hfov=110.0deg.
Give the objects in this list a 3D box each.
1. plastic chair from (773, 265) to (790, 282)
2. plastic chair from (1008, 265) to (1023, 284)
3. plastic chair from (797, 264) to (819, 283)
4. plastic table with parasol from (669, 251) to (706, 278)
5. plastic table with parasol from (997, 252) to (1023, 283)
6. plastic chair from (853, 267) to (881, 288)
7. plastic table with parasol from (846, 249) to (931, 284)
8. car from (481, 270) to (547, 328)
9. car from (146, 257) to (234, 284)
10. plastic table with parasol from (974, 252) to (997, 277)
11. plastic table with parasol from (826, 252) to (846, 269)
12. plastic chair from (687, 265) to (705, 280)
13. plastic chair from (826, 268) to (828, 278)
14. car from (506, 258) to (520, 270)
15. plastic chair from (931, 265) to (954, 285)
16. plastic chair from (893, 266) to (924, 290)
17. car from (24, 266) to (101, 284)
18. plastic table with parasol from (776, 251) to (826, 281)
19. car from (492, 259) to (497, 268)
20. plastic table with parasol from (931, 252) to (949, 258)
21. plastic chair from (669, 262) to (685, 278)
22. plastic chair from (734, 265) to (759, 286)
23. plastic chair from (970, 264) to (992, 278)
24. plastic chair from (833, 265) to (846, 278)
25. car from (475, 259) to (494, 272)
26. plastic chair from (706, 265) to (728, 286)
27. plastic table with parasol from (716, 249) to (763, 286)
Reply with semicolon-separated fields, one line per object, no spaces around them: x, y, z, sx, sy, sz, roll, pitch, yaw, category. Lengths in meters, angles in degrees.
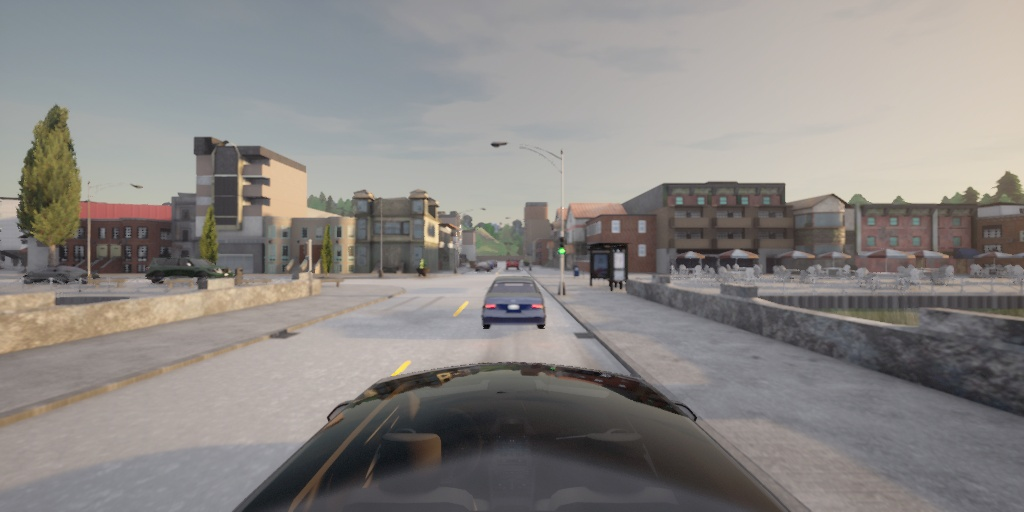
21.698;1.424;29.035;0.730;1.272;0.750;0;0;0;plastic chair
36.659;1.404;25.725;0.730;1.272;0.750;0;0;0;plastic chair
22.798;1.416;27.635;0.750;1.272;0.730;0;0;0;plastic chair
15.920;0.837;32.018;2.482;2.480;2.482;0;0;0;plastic table with parasol
37.787;0.800;25.637;2.482;2.480;2.482;0;0;0;plastic table with parasol
22.595;1.391;22.835;0.730;1.272;0.750;0;0;0;plastic chair
23.795;0.786;22.784;2.482;2.480;2.482;0;0;0;plastic table with parasol
0.061;1.351;11.593;2.033;1.411;5.357;0;0;0;car
-24.808;1.114;27.709;5.566;2.045;2.150;0;0;0;car
46.701;0.848;34.702;2.482;2.480;2.482;0;0;0;plastic table with parasol
30.230;0.844;33.701;2.482;2.480;2.482;0;0;0;plastic table with parasol
15.799;1.434;30.738;0.750;1.272;0.730;0;0;0;plastic chair
28.801;1.449;33.731;0.730;1.272;0.750;0;0;0;plastic chair
0.113;1.296;62.054;2.150;2.045;5.566;0;0;0;car
30.496;1.403;25.331;0.750;1.272;0.730;0;0;0;plastic chair
23.694;1.383;21.434;0.750;1.272;0.730;0;0;0;plastic chair
-34.687;1.458;27.718;4.181;1.385;1.994;0;0;0;car
22.898;0.820;28.985;2.482;2.480;2.482;0;0;0;plastic table with parasol
-4.063;1.545;60.655;1.882;1.535;5.008;0;0;0;car
30.507;0.806;26.611;2.482;2.480;2.482;0;0;0;plastic table with parasol
14.700;1.442;32.139;0.730;1.272;0.750;0;0;0;plastic chair
14.995;1.392;22.939;0.750;1.272;0.730;0;0;0;plastic chair
45.501;1.453;34.822;0.730;1.272;0.750;0;0;0;plastic chair
29.900;1.441;32.331;0.750;1.272;0.730;0;0;0;plastic chair
-4.088;1.544;51.416;1.812;1.442;4.674;0;0;2;car
13.896;1.400;24.340;0.730;1.272;0.750;0;0;0;plastic chair
15.166;0.795;24.199;2.482;2.480;2.482;0;0;0;plastic table with parasol
